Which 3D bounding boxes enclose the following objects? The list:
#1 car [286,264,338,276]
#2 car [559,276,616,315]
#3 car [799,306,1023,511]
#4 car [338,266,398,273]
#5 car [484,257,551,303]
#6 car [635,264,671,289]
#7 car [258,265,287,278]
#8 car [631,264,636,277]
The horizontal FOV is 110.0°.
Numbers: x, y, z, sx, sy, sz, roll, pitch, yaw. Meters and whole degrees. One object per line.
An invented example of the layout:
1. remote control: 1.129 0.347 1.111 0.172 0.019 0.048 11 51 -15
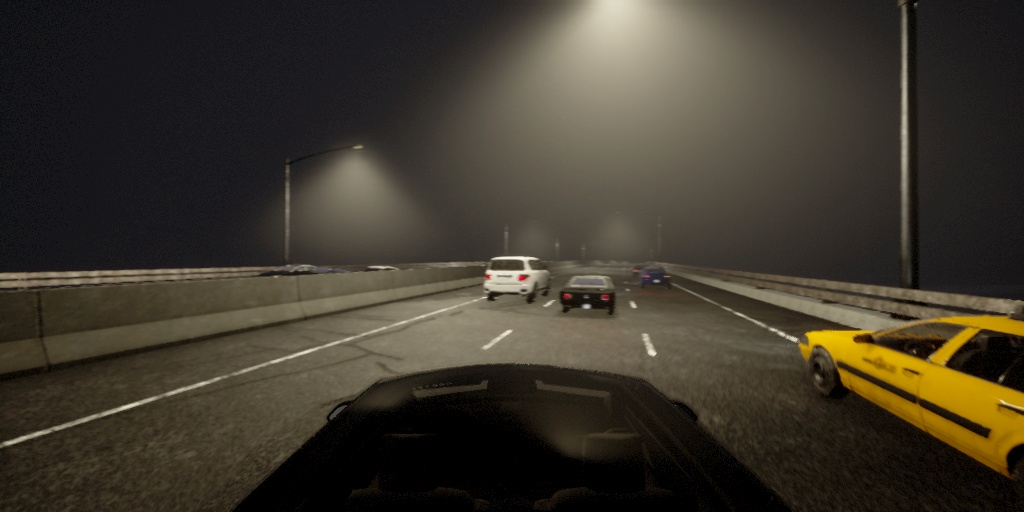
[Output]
1. car: -12.418 1.414 24.166 1.994 1.385 4.181 0 0 16
2. car: 3.124 1.424 14.237 1.895 1.301 4.718 0 0 16
3. car: 4.865 1.224 3.421 1.801 1.575 5.366 0 0 16
4. car: -8.901 1.380 23.747 1.812 1.442 4.674 0 0 16
5. car: 0.425 1.060 17.521 2.150 2.045 5.566 0 0 16
6. car: 9.692 1.420 24.573 1.812 1.442 4.674 0 0 17
7. car: -15.607 1.345 25.748 2.128 1.511 4.902 0 0 16
8. car: 13.790 1.533 38.383 2.033 1.411 5.357 0 0 17
